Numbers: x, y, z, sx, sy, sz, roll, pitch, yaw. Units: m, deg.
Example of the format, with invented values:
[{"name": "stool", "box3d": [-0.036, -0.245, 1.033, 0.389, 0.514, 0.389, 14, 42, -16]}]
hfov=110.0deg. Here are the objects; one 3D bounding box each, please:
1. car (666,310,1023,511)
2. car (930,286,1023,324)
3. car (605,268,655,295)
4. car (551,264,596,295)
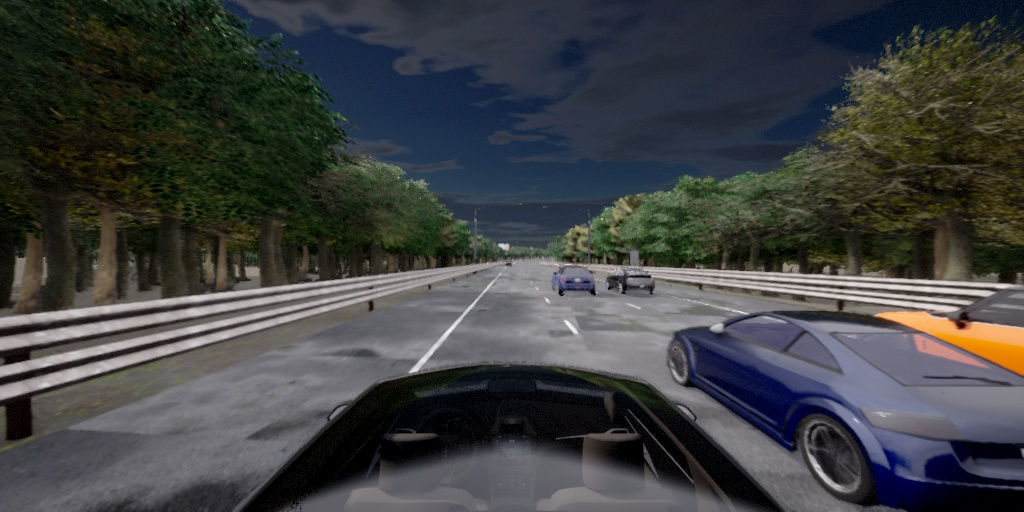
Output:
[{"name": "car", "box3d": [3.598, 1.345, 4.411, 1.994, 1.385, 4.181, 0, -1, 0]}, {"name": "car", "box3d": [7.098, 1.135, 4.493, 2.097, 1.767, 4.553, 0, -1, 0]}, {"name": "car", "box3d": [7.102, 1.493, 22.002, 2.128, 1.511, 4.902, 0, -1, 0]}, {"name": "car", "box3d": [3.601, 1.351, 21.767, 2.097, 1.767, 4.553, 0, -1, 0]}]
